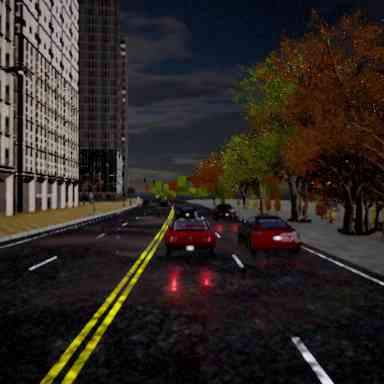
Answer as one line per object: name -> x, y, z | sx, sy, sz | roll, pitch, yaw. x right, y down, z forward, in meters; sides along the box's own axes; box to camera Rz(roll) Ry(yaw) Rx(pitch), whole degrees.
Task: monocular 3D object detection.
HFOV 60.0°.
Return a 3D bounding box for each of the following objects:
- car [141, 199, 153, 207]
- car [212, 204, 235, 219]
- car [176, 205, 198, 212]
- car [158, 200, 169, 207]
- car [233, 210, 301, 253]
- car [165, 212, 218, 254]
car -> -8.665, 2.146, 64.245 | 1.837, 1.490, 4.892 | 0, 0, -3
car -> 2.799, 1.773, 29.549 | 1.812, 1.442, 4.674 | -3, -2, -2
car -> -0.420, 1.852, 29.384 | 1.994, 1.385, 4.181 | 0, -1, -2
car -> -5.377, 2.194, 63.613 | 1.994, 1.385, 4.181 | 0, -1, -3
car -> 3.165, 1.705, 14.391 | 1.994, 1.385, 4.181 | 0, -1, -1
car -> -0.087, 1.740, 14.155 | 1.895, 1.301, 4.718 | 0, -1, -1
